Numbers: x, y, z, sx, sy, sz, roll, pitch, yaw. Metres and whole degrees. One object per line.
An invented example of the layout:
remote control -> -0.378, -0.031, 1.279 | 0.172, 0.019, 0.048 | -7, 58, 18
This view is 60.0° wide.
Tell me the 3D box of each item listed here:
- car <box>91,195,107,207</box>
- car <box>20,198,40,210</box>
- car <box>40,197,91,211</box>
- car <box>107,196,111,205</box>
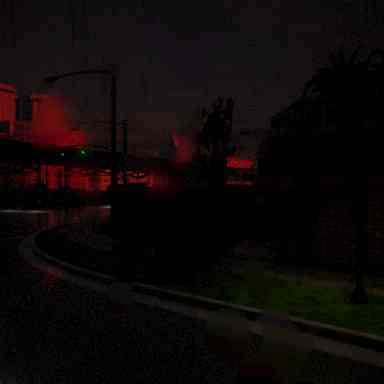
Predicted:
car -> -12.958, 1.260, 47.970 | 2.128, 1.511, 4.902 | 0, 1, 37
car -> -18.475, 1.403, 40.665 | 1.812, 1.442, 4.674 | 0, 1, 37
car -> -14.908, 1.364, 39.579 | 1.837, 1.490, 4.892 | 0, 1, 37
car -> -8.966, 1.289, 47.450 | 2.033, 1.411, 5.357 | 0, 1, 37
